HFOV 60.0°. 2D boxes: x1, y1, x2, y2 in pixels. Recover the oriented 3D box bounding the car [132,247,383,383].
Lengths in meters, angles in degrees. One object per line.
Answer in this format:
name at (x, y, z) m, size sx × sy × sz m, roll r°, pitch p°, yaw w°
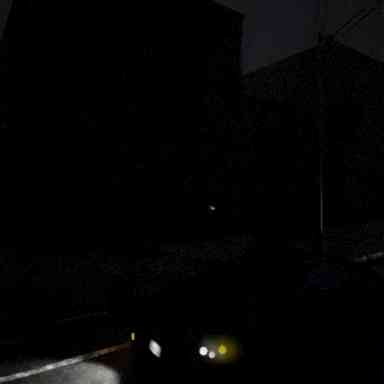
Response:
car at (1.292, 1.555, 4.749) m, size 4.181 × 1.385 × 1.994 m, roll 0°, pitch 0°, yaw -31°
